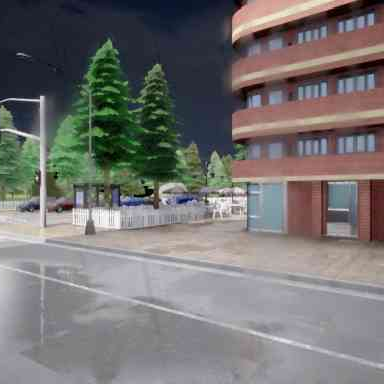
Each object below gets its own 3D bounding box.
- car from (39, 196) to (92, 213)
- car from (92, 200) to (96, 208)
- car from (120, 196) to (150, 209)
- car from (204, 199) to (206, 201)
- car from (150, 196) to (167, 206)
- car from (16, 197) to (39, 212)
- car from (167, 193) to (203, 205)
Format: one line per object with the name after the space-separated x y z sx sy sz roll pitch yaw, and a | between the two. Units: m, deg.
-13.645 1.296 36.113 2.097 1.767 4.553 0 0 36 | car
-12.095 1.508 44.222 1.994 1.385 4.181 0 0 35 | car
-8.237 1.422 43.557 1.882 1.535 5.008 0 0 37 | car
0.474 1.508 57.901 4.181 1.385 1.994 0 0 -37 | car
-6.673 1.449 51.037 1.837 1.490 4.892 0 0 41 | car
-17.130 1.296 37.251 2.097 1.767 4.553 0 0 35 | car
-1.415 1.166 51.748 5.566 2.045 2.150 0 0 -44 | car
